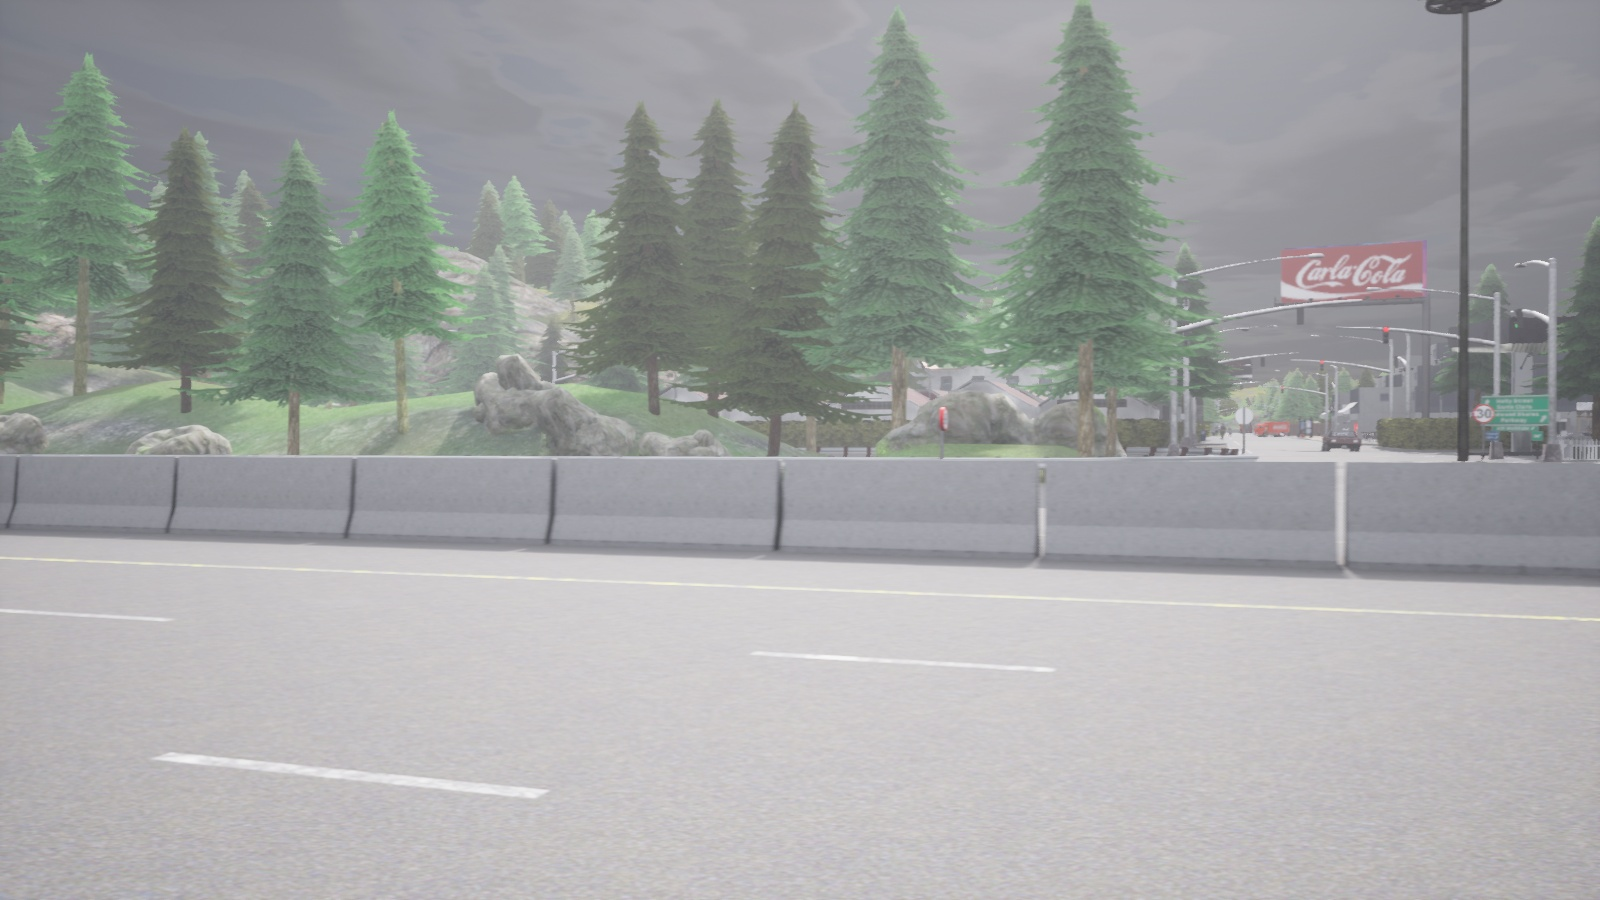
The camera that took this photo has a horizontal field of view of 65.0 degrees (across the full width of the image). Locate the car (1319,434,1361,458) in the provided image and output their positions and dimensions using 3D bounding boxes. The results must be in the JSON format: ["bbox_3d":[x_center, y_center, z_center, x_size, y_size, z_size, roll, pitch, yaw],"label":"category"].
[{"bbox_3d":[32.525,-0.275,75.723,1.895,1.301,4.718,2,1,18],"label":"car"}]
